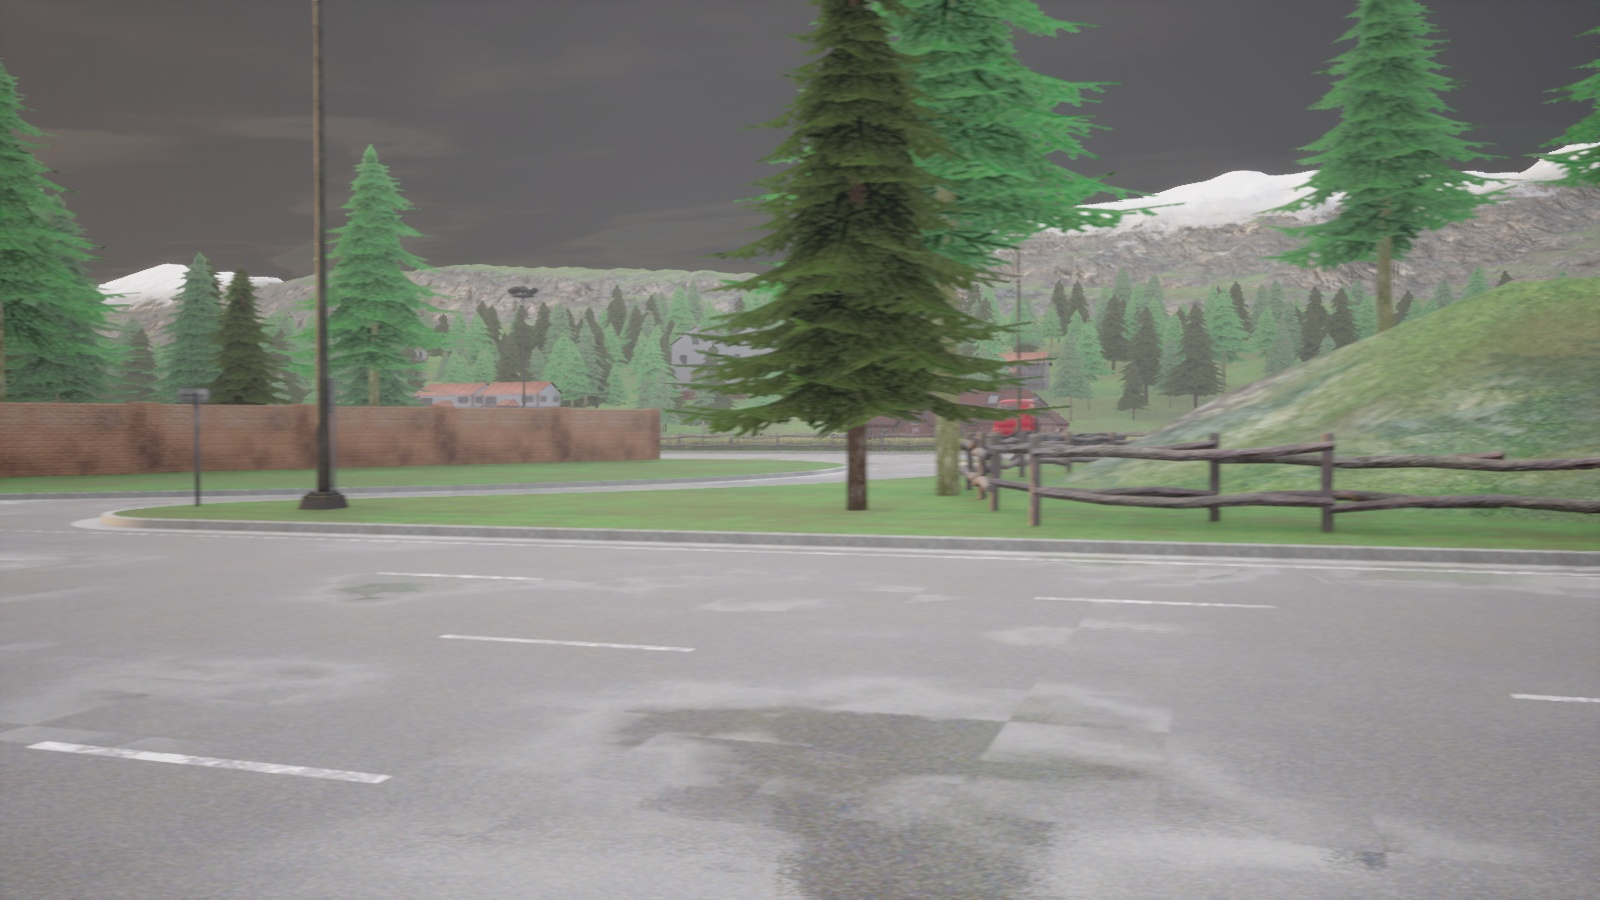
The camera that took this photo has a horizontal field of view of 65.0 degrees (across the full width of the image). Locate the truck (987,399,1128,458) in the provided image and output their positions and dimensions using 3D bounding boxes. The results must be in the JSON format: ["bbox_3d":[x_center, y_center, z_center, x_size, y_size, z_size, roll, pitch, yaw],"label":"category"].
[{"bbox_3d":[15.407,-1.292,75.136,7.936,3.462,2.891,0,1,19],"label":"truck"}]
